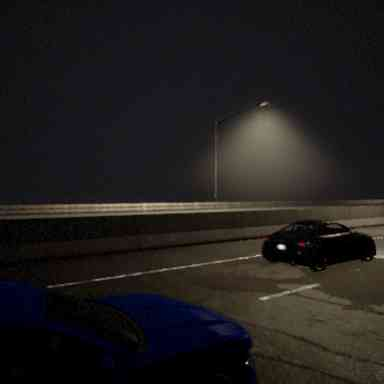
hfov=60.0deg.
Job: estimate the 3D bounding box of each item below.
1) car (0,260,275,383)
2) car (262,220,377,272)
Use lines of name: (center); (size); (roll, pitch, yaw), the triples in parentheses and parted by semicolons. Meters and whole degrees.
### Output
car: (-1.664, 1.478, 2.560); (5.008, 1.535, 1.882); (1, 0, -35)
car: (4.304, 1.630, 11.105); (4.181, 1.385, 1.994); (0, 0, -35)
